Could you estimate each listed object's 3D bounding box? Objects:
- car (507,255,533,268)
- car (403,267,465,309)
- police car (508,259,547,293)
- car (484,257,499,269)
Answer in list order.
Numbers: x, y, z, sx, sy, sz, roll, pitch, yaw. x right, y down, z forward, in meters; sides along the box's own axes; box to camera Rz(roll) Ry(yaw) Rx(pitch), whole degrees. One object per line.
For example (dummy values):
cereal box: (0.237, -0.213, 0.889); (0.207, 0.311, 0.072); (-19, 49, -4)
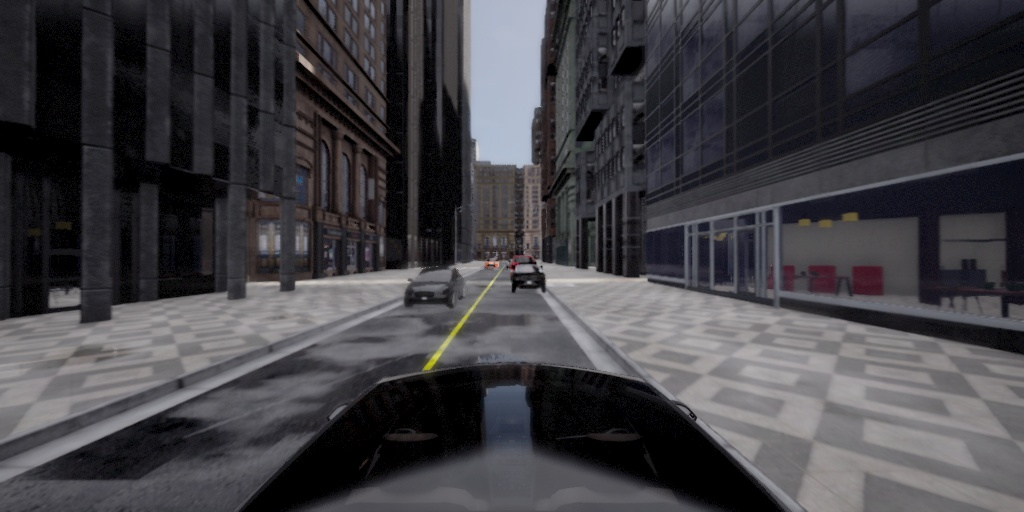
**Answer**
car: (0.902, 0.963, 30.981); (2.150, 2.045, 5.566); (0, 0, 0)
car: (-3.099, 1.245, 15.110); (1.837, 1.490, 4.892); (0, 0, 0)
police car: (0.901, 1.164, 21.060); (1.930, 1.638, 5.238); (0, 0, 0)
car: (-3.065, 1.111, 54.724); (2.097, 1.767, 4.553); (0, 0, 0)
